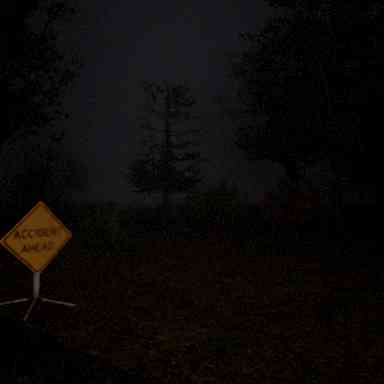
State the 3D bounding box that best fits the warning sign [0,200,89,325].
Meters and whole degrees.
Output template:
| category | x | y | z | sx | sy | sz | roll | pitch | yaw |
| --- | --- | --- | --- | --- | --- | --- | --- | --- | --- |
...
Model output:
| category | x | y | z | sx | sy | sz | roll | pitch | yaw |
| --- | --- | --- | --- | --- | --- | --- | --- | --- | --- |
| warning sign | -2.735 | 1.091 | 5.900 | 1.060 | 1.860 | 1.300 | 2 | 0 | 35 |
